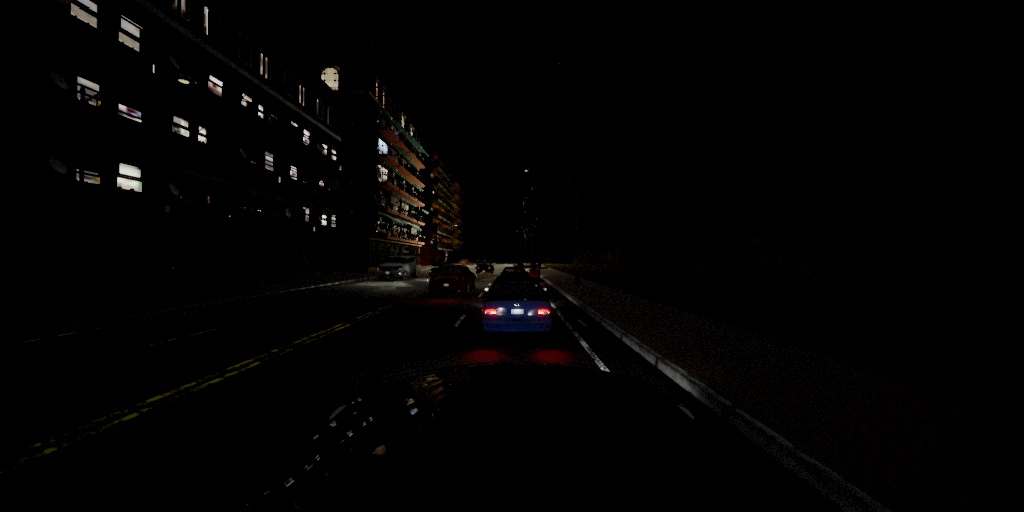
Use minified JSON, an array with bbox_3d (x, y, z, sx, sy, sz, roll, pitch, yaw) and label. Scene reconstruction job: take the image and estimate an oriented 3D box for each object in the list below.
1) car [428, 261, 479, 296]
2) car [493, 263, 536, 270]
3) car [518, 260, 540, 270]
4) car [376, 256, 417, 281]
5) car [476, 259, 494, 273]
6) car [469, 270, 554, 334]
[{"bbox_3d":[-3.119,1.230,19.496,1.882,1.535,5.008,0,0,0],"label":"car"},{"bbox_3d":[0.129,1.317,20.916,1.994,1.385,4.181,0,0,1],"label":"car"},{"bbox_3d":[1.189,1.105,29.851,2.097,1.767,4.553,0,0,0],"label":"car"},{"bbox_3d":[-9.797,0.975,30.967,2.150,2.045,5.566,0,0,0],"label":"car"},{"bbox_3d":[-3.076,1.354,41.690,1.895,1.301,4.718,0,0,0],"label":"car"},{"bbox_3d":[0.117,1.299,10.583,2.033,1.411,5.357,0,0,0],"label":"car"}]
